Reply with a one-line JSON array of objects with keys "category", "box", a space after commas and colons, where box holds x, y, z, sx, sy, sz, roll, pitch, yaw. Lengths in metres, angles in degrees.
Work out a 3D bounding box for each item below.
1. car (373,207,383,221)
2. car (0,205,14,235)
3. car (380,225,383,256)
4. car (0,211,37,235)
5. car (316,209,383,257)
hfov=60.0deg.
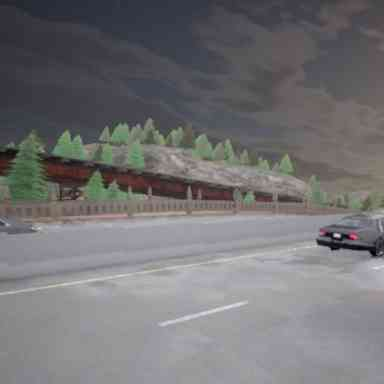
[{"category": "car", "box": [26.240, 3.052, 44.164, 4.553, 1.767, 2.097, 7, -4, -35]}, {"category": "car", "box": [-11.948, 1.503, 16.964, 4.892, 1.490, 1.837, 0, 0, -35]}, {"category": "car", "box": [7.113, 1.596, 8.819, 4.181, 1.385, 1.994, 0, 0, -35]}, {"category": "car", "box": [-7.910, 1.490, 11.246, 4.902, 1.511, 2.128, 0, 0, -35]}, {"category": "car", "box": [7.139, 1.587, 13.137, 5.357, 1.411, 2.033, 0, 0, -35]}]
